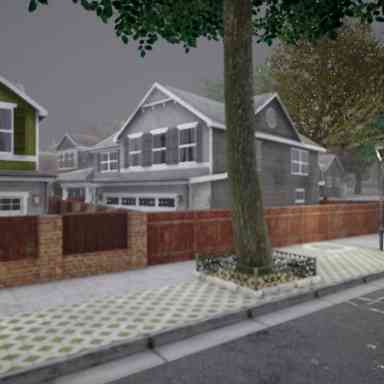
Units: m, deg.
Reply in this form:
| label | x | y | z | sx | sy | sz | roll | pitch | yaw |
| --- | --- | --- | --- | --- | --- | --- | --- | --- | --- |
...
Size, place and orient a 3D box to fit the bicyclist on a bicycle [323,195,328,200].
| label | x | y | z | sx | sy | sz | roll | pitch | yaw |
| --- | --- | --- | --- | --- | --- | --- | --- | --- | --- |
| bicyclist on a bicycle | 15.246 | 1.216 | 37.878 | 0.582 | 1.620 | 1.656 | 1 | 1 | 43 |
